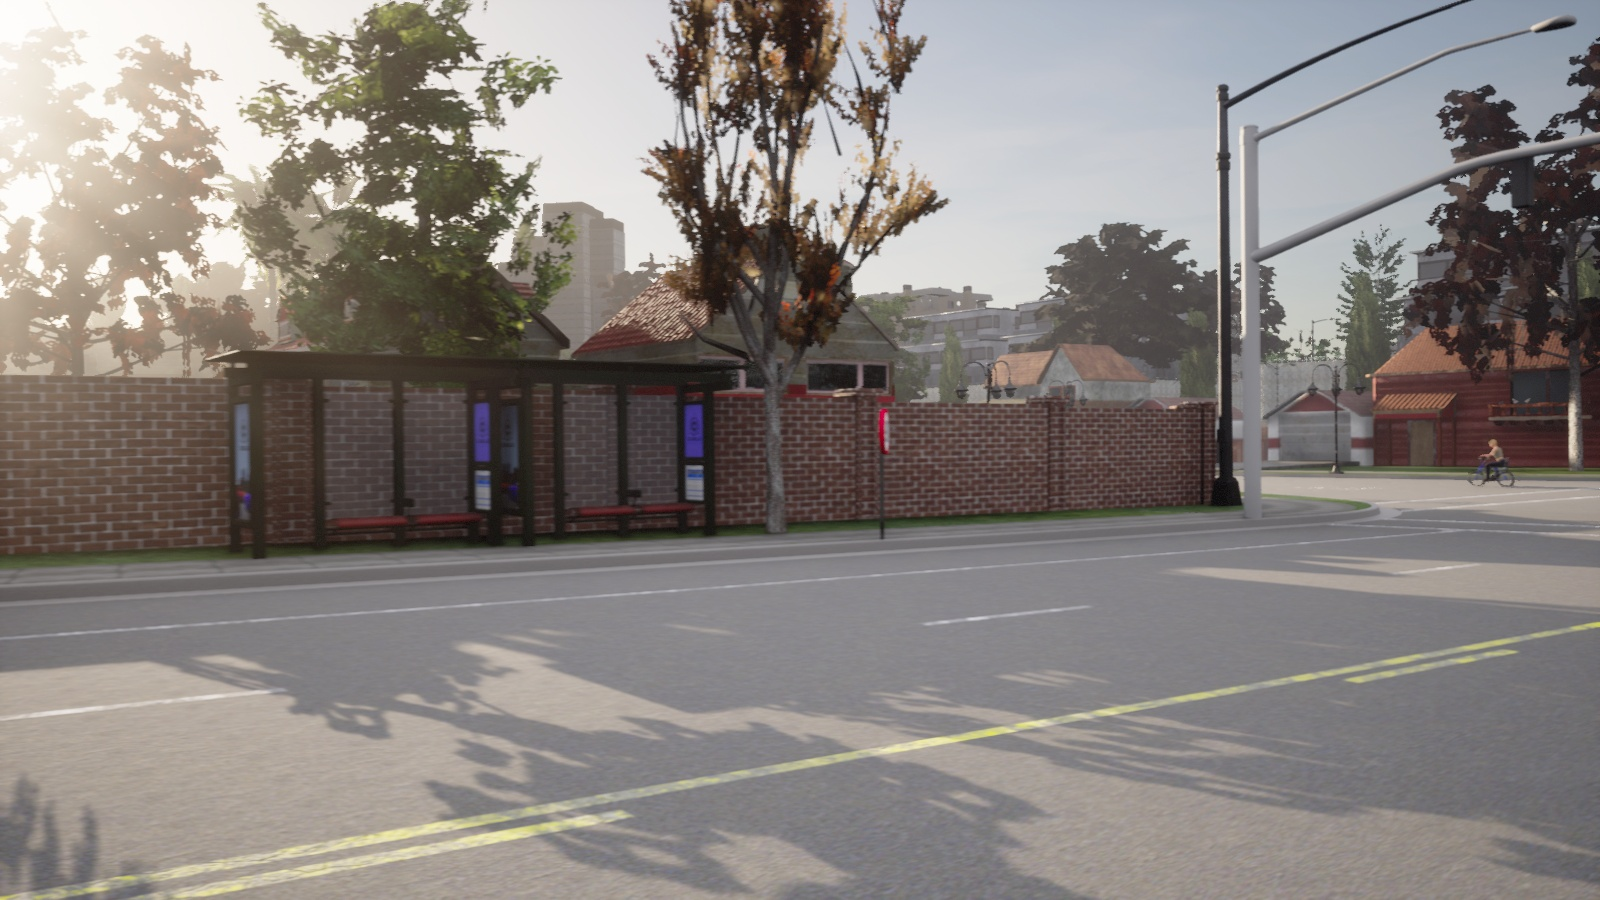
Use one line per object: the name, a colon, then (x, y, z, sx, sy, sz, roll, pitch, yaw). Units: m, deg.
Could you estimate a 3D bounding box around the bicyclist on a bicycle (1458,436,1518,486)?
bicyclist on a bicycle: (23.193, 0.367, 42.356, 0.866, 1.612, 1.509, -1, 0, -36)
